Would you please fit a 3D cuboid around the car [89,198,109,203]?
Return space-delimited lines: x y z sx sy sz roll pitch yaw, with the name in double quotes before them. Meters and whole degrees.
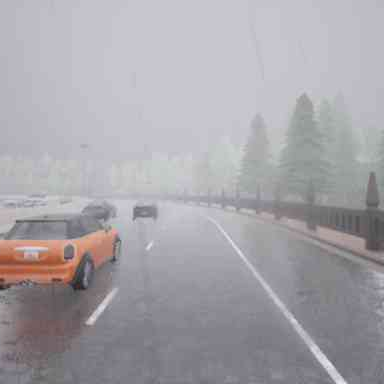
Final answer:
"car" -7.160 1.451 25.997 2.128 1.511 4.902 0 0 -3

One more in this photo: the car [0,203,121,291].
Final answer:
"car" -3.399 1.339 9.152 2.097 1.767 4.553 0 0 0

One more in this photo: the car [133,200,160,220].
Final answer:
"car" -3.756 1.435 27.576 1.882 1.535 5.008 0 0 -4

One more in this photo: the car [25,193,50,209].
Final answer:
"car" -20.974 1.152 45.268 2.150 2.045 5.566 0 0 -15
